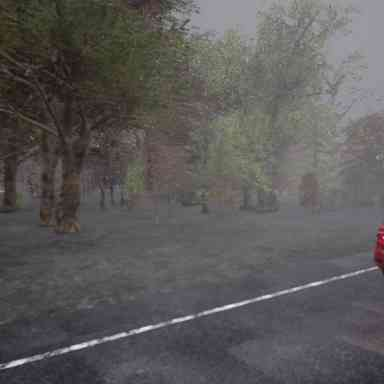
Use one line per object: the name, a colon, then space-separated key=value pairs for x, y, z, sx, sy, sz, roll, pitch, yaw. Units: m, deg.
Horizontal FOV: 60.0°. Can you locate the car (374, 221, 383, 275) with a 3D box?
car: x=7.012 y=1.244 z=8.746 sx=5.566 sy=2.045 sz=2.150 roll=0 pitch=0 yaw=-35
